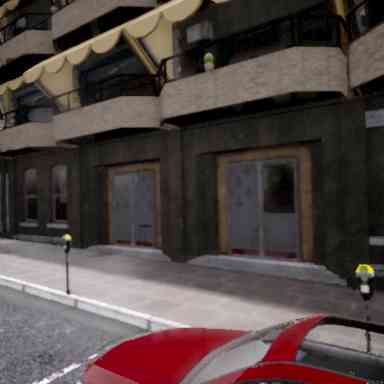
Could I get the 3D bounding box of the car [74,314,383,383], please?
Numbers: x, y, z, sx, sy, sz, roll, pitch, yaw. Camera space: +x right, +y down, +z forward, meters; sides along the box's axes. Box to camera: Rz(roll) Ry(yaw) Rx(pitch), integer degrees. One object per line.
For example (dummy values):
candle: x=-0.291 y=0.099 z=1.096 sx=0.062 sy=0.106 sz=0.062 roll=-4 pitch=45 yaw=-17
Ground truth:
car: x=0.894 y=1.588 z=2.251 sx=4.206 sy=1.307 sz=1.802 roll=-1 pitch=-2 yaw=35
